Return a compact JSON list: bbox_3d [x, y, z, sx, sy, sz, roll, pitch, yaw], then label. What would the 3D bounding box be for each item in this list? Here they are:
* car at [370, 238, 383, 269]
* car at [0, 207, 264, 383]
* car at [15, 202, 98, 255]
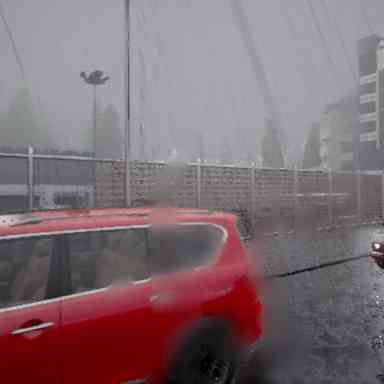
[{"bbox_3d":[7.215,1.551,9.731,4.718,1.301,1.895,0,0,-35],"label":"car"},{"bbox_3d":[-1.700,1.223,3.393,5.566,2.045,2.150,0,0,-35],"label":"car"},{"bbox_3d":[-5.887,1.334,14.046,2.242,1.667,4.611,0,0,-36],"label":"car"}]
